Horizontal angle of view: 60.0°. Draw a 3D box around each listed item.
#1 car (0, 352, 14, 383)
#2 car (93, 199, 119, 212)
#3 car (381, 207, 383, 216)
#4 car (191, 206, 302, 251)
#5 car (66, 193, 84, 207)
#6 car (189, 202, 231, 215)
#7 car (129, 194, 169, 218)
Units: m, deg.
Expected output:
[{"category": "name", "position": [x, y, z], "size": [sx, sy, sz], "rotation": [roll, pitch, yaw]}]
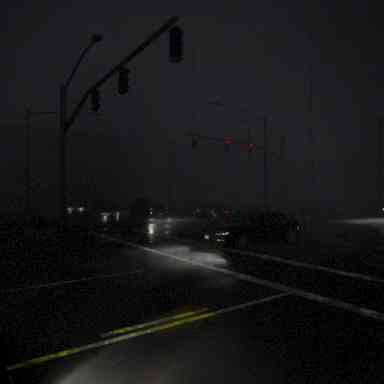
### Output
[{"category": "car", "position": [-3.602, 1.548, 1.239], "size": [5.357, 1.411, 2.033], "rotation": [0, 0, -35]}, {"category": "car", "position": [-10.260, 1.524, 39.185], "size": [1.812, 1.442, 4.674], "rotation": [0, 0, -36]}, {"category": "car", "position": [18.289, 1.513, 28.650], "size": [4.718, 1.301, 1.895], "rotation": [-1, 0, -35]}, {"category": "car", "position": [2.595, 1.487, 14.179], "size": [4.892, 1.490, 1.837], "rotation": [0, 0, -33]}, {"category": "car", "position": [-17.856, 1.217, 50.472], "size": [2.150, 2.045, 5.566], "rotation": [0, 0, -25]}, {"category": "car", "position": [1.851, 1.545, 27.536], "size": [2.033, 1.411, 5.357], "rotation": [0, 0, -32]}, {"category": "car", "position": [-3.989, 1.350, 30.491], "size": [2.097, 1.767, 4.553], "rotation": [0, 0, -36]}]
